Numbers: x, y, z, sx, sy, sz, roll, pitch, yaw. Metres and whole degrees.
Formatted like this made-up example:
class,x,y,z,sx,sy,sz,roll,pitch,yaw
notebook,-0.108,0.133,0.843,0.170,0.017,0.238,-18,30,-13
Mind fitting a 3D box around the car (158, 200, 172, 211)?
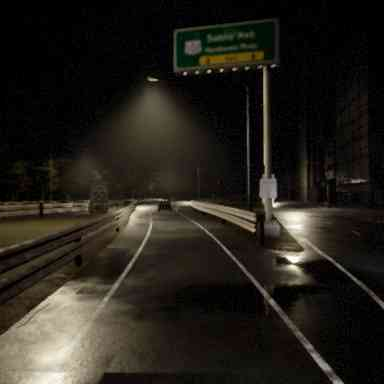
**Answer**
class,x,y,z,sx,sy,sz,roll,pitch,yaw
car,-3.870,1.944,47.676,1.882,1.535,5.008,-1,0,-4
